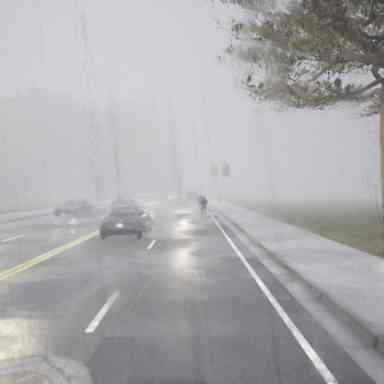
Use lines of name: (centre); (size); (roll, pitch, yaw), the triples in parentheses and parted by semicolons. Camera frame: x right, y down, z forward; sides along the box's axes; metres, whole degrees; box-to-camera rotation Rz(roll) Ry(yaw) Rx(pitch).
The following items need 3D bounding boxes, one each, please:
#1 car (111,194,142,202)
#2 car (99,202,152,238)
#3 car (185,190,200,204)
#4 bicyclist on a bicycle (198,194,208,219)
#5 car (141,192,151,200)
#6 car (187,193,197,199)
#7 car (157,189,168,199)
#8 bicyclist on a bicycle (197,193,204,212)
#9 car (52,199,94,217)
car: (-6.588, 1.188, 32.178); (2.128, 1.511, 4.902); (0, 1, 0)
car: (-3.150, 1.403, 16.496); (1.994, 1.385, 4.181); (0, 1, 0)
car: (0.038, 0.739, 52.561); (2.150, 2.045, 5.566); (0, 1, 1)
bicyclist on a bicycle: (0.894, 1.134, 24.726); (0.659, 1.776, 1.843); (0, 1, 0)
car: (-9.747, 0.702, 69.121); (2.097, 1.767, 4.553); (0, 0, 0)
car: (0.003, 0.884, 74.172); (1.994, 1.385, 4.181); (0, 0, 0)
car: (-6.497, 0.431, 73.507); (2.150, 2.045, 5.566); (0, 0, 0)
bicyclist on a bicycle: (0.894, 1.051, 33.925); (0.659, 1.776, 1.843); (0, 1, 0)
car: (-9.846, 1.281, 28.063); (2.033, 1.411, 5.357); (0, 0, 0)
